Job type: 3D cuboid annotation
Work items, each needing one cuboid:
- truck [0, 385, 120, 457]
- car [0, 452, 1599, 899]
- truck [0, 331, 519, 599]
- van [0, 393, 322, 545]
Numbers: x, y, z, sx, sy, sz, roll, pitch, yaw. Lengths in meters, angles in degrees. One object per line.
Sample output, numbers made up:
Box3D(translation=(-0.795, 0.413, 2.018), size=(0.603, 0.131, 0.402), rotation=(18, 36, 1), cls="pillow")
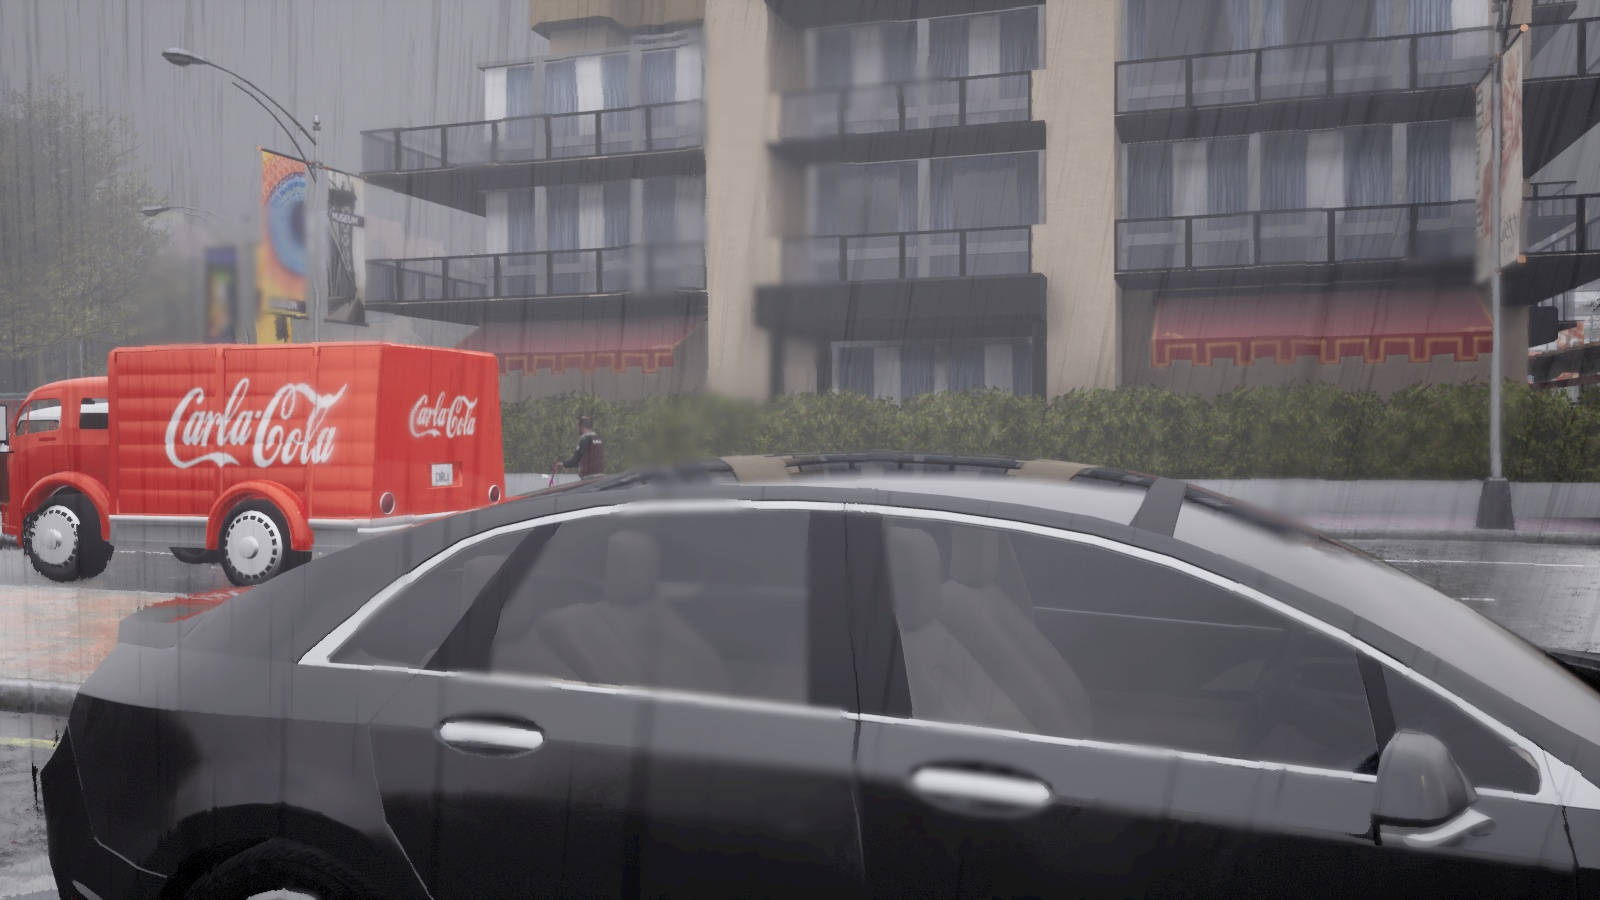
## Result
Box3D(translation=(-42.201, -1.612, 69.671), size=(8.468, 3.827, 2.891), rotation=(1, 1, 19), cls="truck")
Box3D(translation=(0.540, 0.785, 3.011), size=(4.892, 1.490, 1.837), rotation=(1, 1, 19), cls="car")
Box3D(translation=(-6.039, 0.099, 13.653), size=(5.204, 2.467, 2.627), rotation=(1, 1, 19), cls="truck")
Box3D(translation=(-9.596, 0.218, 18.508), size=(4.480, 2.038, 2.069), rotation=(1, 1, 19), cls="van")
